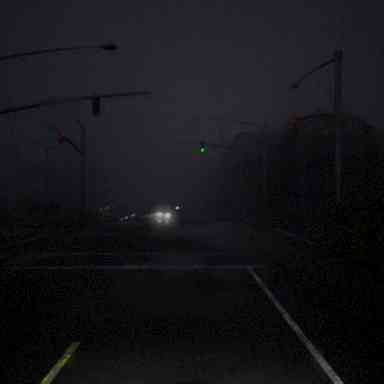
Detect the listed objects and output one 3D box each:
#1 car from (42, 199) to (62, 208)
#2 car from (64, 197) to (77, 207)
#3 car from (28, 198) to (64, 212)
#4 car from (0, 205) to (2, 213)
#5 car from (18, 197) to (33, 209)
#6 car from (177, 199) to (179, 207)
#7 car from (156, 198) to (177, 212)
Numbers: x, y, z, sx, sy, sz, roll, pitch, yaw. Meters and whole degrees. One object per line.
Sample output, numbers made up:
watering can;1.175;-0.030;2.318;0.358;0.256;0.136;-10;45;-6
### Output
car;-25.955;2.074;61.805;1.970;1.475;3.806;0;0;0
car;-22.628;1.785;61.205;1.905;1.878;3.866;0;0;0
car;-18.924;1.855;43.335;2.007;1.523;4.514;0;0;0
car;-22.568;1.730;36.277;1.970;1.475;3.806;0;0;0
car;-25.893;1.739;53.328;1.932;1.855;4.605;0;0;0
car;-3.510;1.887;63.531;2.097;1.767;4.553;0;0;0
car;-3.587;1.862;44.055;2.128;1.511;4.902;0;0;0
